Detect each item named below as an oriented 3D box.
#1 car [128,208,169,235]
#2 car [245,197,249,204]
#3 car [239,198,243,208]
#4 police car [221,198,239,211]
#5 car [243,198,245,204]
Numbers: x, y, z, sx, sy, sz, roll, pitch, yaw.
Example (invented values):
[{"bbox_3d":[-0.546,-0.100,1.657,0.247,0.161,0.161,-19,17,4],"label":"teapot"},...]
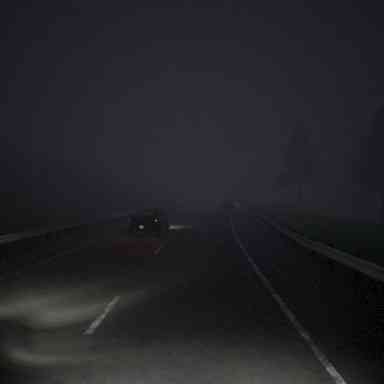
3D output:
[{"bbox_3d":[-2.556,1.711,20.224,1.812,1.442,4.674,0,-1,4],"label":"car"},{"bbox_3d":[11.701,2.136,79.624,2.128,1.511,4.902,0,-1,16],"label":"car"},{"bbox_3d":[7.084,1.888,56.836,2.097,1.767,4.553,0,-1,12],"label":"car"},{"bbox_3d":[5.257,1.872,47.371,1.930,1.638,5.238,0,-1,10],"label":"police car"},{"bbox_3d":[8.362,2.097,62.592,1.837,1.490,4.892,0,-1,13],"label":"car"}]
